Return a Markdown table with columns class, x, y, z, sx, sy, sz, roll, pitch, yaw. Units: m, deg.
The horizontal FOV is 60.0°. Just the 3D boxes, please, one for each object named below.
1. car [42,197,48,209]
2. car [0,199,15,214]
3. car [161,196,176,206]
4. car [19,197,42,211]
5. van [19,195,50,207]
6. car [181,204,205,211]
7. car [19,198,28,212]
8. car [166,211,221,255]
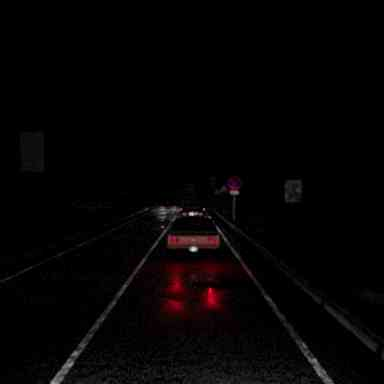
| class | x | y | z | sx | sy | sz | roll | pitch | yaw |
| --- | --- | --- | --- | --- | --- | --- | --- | --- | --- |
| car | -22.140 | 1.716 | 43.873 | 4.792 | 1.488 | 2.163 | 0 | 0 | 0 |
| car | -22.095 | 1.647 | 35.547 | 4.892 | 1.521 | 2.231 | 0 | 0 | 0 |
| car | -3.326 | 1.313 | 47.967 | 1.837 | 1.490 | 4.892 | 0 | -6 | 0 |
| car | -21.922 | 1.670 | 41.096 | 5.366 | 1.575 | 1.946 | 0 | 0 | 0 |
| van | -21.997 | 1.475 | 46.648 | 4.442 | 1.987 | 1.878 | 0 | 0 | 0 |
| car | 0.053 | 1.640 | 26.651 | 2.033 | 1.411 | 5.357 | 0 | 0 | 1 |
| car | -22.134 | 1.689 | 38.322 | 4.792 | 1.488 | 2.163 | 0 | 0 | 0 |
| car | 0.067 | 1.663 | 13.521 | 1.895 | 1.301 | 4.718 | 0 | 0 | 0 |
